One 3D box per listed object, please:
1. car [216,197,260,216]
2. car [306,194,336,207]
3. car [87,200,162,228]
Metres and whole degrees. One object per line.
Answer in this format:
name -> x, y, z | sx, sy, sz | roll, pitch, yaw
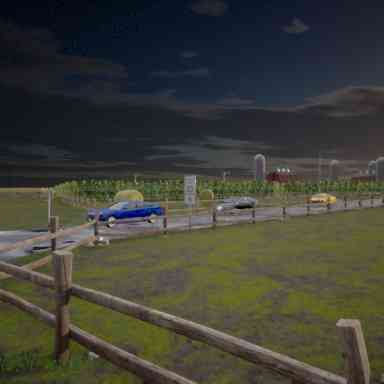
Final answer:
car -> 3.913, 1.166, 28.792 | 4.902, 1.511, 2.128 | -1, 1, -44
car -> 15.519, 0.968, 39.994 | 5.008, 1.535, 1.882 | -1, 1, -44
car -> -4.142, 1.283, 20.934 | 1.882, 1.535, 5.008 | 1, 1, 45
